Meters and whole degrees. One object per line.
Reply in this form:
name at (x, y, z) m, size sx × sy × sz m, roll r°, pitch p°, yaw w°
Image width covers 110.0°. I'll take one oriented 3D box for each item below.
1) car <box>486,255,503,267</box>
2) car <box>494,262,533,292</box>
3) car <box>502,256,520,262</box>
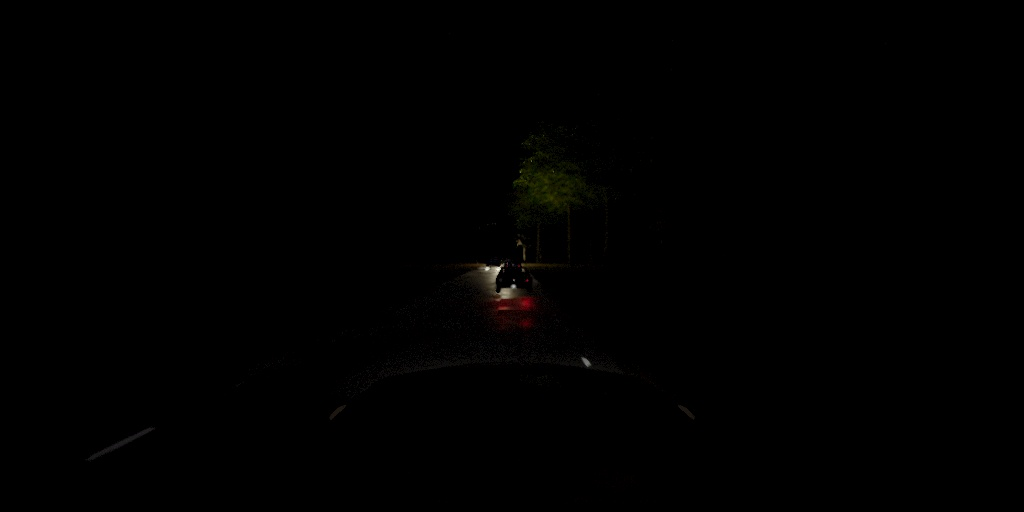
car at (-2.804, 0.860, 53.305) m, size 1.882 × 1.535 × 5.008 m, roll 0°, pitch 0°, yaw 1°
car at (0.098, 1.210, 19.966) m, size 1.895 × 1.301 × 4.718 m, roll 0°, pitch 0°, yaw 0°
car at (0.098, 1.026, 37.284) m, size 2.033 × 1.411 × 5.357 m, roll 0°, pitch 0°, yaw 0°
